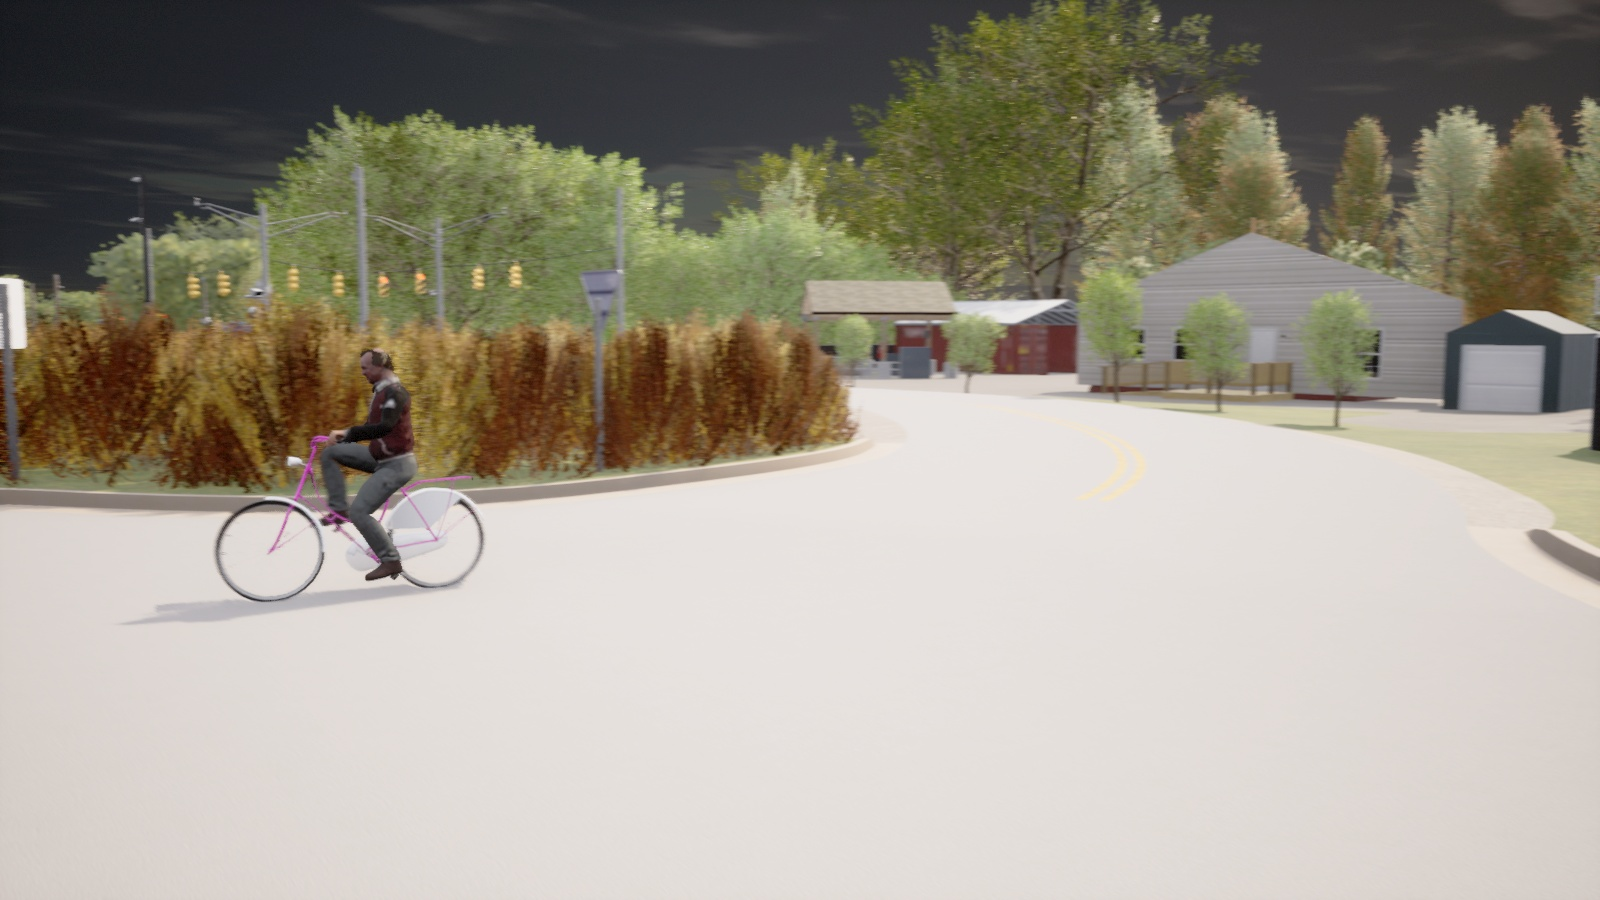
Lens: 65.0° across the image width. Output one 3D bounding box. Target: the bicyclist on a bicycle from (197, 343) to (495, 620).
[{"bbox_3d":[-3.149,0.176,8.757,1.843,1.776,0.659,-1,2,-27],"label":"bicyclist on a bicycle"}]
